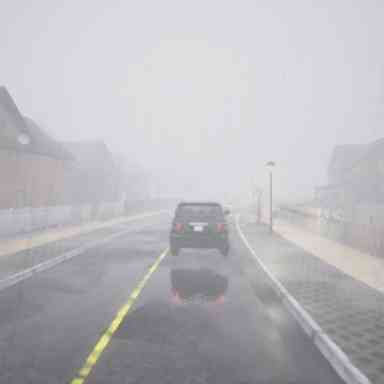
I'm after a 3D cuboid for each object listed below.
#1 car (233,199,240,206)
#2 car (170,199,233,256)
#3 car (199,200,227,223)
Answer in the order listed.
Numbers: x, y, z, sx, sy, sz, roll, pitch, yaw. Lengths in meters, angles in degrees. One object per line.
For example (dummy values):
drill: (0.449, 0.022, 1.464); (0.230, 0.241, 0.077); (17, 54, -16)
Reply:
car: (8.545, 2.042, 67.596); (1.994, 1.385, 4.181); (0, 0, 19)
car: (0.396, 1.342, 13.868); (2.150, 2.045, 5.566); (0, 0, 4)
car: (1.922, 1.600, 28.723); (2.097, 1.767, 4.553); (0, -1, 8)
